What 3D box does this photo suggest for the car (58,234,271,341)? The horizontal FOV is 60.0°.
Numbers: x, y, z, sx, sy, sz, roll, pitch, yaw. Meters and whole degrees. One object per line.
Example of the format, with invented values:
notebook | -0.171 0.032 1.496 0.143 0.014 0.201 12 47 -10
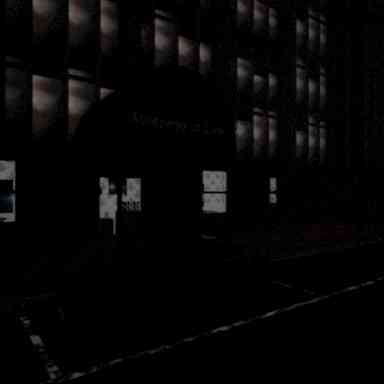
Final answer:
car | -0.286 1.567 6.532 4.313 1.339 1.947 0 0 -36
